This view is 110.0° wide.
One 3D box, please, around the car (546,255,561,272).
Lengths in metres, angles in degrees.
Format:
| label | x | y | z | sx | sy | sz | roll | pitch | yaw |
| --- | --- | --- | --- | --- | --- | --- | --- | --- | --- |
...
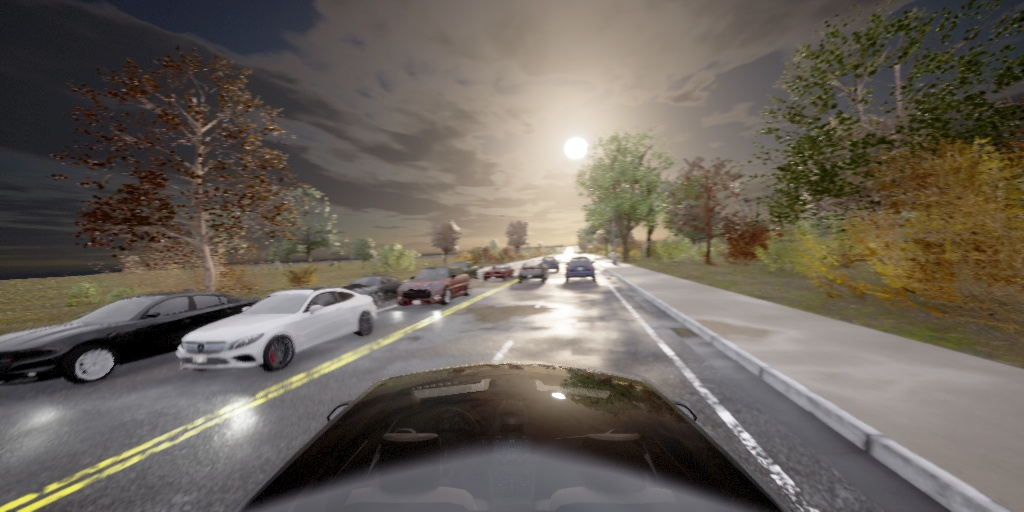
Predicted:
| label | x | y | z | sx | sy | sz | roll | pitch | yaw |
| --- | --- | --- | --- | --- | --- | --- | --- | --- | --- |
| car | 4.185 | 0.798 | 39.355 | 2.097 | 1.767 | 4.553 | -3 | 0 | 11 |

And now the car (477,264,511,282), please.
| label | x | y | z | sx | sy | sz | roll | pitch | yaw |
| --- | --- | --- | --- | --- | --- | --- | --- | --- | --- |
| car | -1.032 | 1.331 | 29.497 | 1.895 | 1.301 | 4.718 | -3 | 0 | 11 |

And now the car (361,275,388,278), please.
| label | x | y | z | sx | sy | sz | roll | pitch | yaw |
| --- | --- | --- | --- | --- | --- | --- | --- | --- | --- |
| car | -6.637 | 1.614 | 17.206 | 1.994 | 1.385 | 4.181 | -3 | 0 | 11 |

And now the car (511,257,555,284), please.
| label | x | y | z | sx | sy | sz | roll | pitch | yaw |
| --- | --- | --- | --- | --- | --- | --- | --- | --- | --- |
| car | 1.625 | 1.104 | 25.966 | 2.128 | 1.511 | 4.902 | -3 | 0 | 11 |

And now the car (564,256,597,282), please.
| label | x | y | z | sx | sy | sz | roll | pitch | yaw |
| --- | --- | --- | --- | --- | --- | --- | --- | --- | --- |
| car | 4.841 | 0.808 | 25.523 | 2.097 | 1.767 | 4.553 | -3 | 0 | 11 |

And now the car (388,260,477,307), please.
| label | x | y | z | sx | sy | sz | roll | pitch | yaw |
| --- | --- | --- | --- | --- | --- | --- | --- | --- | --- |
| car | -3.452 | 1.253 | 16.630 | 2.097 | 1.767 | 4.553 | -3 | 0 | 11 |

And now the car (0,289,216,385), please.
| label | x | y | z | sx | sy | sz | roll | pitch | yaw |
| --- | --- | --- | --- | --- | --- | --- | --- | --- | --- |
| car | -8.397 | 1.618 | 8.431 | 1.882 | 1.535 | 5.008 | -3 | 0 | 11 |

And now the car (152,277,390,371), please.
| label | x | y | z | sx | sy | sz | roll | pitch | yaw |
| --- | --- | --- | --- | --- | --- | --- | --- | --- | --- |
| car | -5.053 | 1.504 | 8.563 | 1.812 | 1.442 | 4.674 | -3 | 0 | 10 |
